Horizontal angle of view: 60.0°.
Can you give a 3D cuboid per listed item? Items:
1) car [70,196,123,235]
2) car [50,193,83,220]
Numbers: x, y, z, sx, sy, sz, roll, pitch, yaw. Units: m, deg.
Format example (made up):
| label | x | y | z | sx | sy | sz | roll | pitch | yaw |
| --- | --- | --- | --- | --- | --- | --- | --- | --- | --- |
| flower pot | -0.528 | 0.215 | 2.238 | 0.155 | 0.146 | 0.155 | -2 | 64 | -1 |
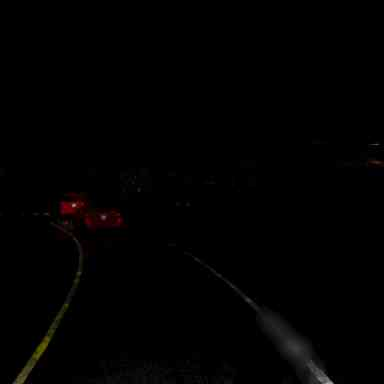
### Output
| label | x | y | z | sx | sy | sz | roll | pitch | yaw |
| --- | --- | --- | --- | --- | --- | --- | --- | --- | --- |
| car | -5.380 | 1.281 | 18.762 | 2.097 | 1.767 | 4.553 | -1 | 0 | -26 |
| car | -10.349 | 1.137 | 27.647 | 2.150 | 2.045 | 5.566 | -1 | 0 | -31 |
